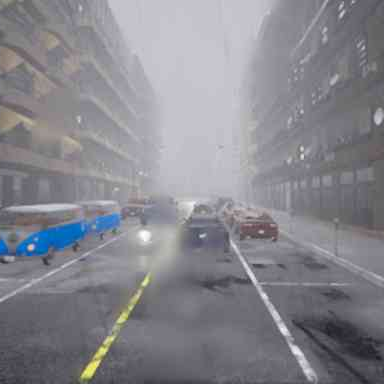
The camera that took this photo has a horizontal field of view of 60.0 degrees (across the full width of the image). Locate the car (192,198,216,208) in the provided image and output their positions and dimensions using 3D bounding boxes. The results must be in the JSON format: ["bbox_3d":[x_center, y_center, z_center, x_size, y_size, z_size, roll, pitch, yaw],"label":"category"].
[{"bbox_3d":[1.023,1.590,31.255,1.812,1.442,4.674,0,0,2],"label":"car"}]

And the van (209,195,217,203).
[{"bbox_3d":[4.879,1.611,77.369,1.690,1.788,3.998,1,0,2],"label":"van"}]

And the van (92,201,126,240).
[{"bbox_3d":[-4.810,1.340,16.854,1.690,1.788,3.998,2,0,2],"label":"van"}]

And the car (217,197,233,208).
[{"bbox_3d":[3.406,1.509,27.609,1.967,1.590,4.097,2,0,2],"label":"car"}]

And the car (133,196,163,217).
[{"bbox_3d":[-4.304,1.356,33.436,2.192,1.841,5.009,2,0,2],"label":"car"}]

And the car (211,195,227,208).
[{"bbox_3d":[3.704,1.415,38.667,2.192,1.841,5.009,2,0,2],"label":"car"}]

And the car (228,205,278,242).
[{"bbox_3d":[3.059,1.586,16.552,1.887,1.381,4.507,2,0,2],"label":"car"}]

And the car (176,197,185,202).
[{"bbox_3d":[-2.800,1.842,83.190,1.802,1.307,4.206,2,0,2],"label":"car"}]

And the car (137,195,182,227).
[{"bbox_3d":[-2.150,1.250,23.696,2.150,2.045,5.566,0,0,2],"label":"car"}]

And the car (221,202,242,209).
[{"bbox_3d":[3.227,1.599,22.079,1.887,1.381,4.507,2,0,2],"label":"car"}]

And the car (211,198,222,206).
[{"bbox_3d":[4.369,1.767,60.782,1.802,1.307,4.206,1,0,2],"label":"car"}]

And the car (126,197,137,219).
[{"bbox_3d":[-4.473,1.341,27.909,2.192,1.841,5.009,2,0,2],"label":"car"}]

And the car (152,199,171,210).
[{"bbox_3d":[-3.976,1.642,44.494,1.947,1.339,4.313,2,0,2],"label":"car"}]

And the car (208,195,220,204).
[{"bbox_3d":[4.712,1.555,71.840,2.192,1.841,5.009,1,0,2],"label":"car"}]

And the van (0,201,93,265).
[{"bbox_3d":[-4.978,1.328,11.324,1.690,1.788,3.998,2,0,2],"label":"van"}]

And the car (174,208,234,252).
[{"bbox_3d":[0.499,1.586,14.112,1.994,1.385,4.181,0,0,2],"label":"car"}]

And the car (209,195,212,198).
[{"bbox_3d":[4.036,1.579,49.725,1.967,1.590,4.097,2,0,2],"label":"car"}]
